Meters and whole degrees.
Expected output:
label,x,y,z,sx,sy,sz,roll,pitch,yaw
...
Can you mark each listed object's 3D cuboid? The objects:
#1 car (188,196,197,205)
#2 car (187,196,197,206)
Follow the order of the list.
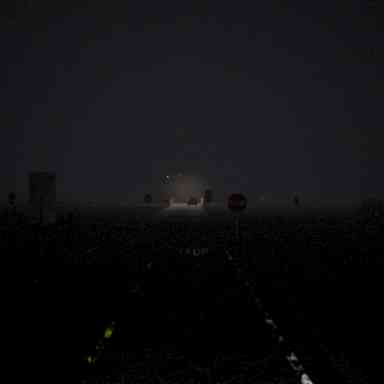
label,x,y,z,sx,sy,sz,roll,pitch,yaw
car,0.067,1.946,80.888,2.150,2.045,5.566,0,-1,0
car,0.059,2.084,70.821,2.097,1.767,4.553,0,-1,0
